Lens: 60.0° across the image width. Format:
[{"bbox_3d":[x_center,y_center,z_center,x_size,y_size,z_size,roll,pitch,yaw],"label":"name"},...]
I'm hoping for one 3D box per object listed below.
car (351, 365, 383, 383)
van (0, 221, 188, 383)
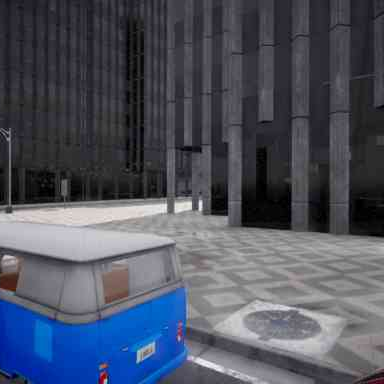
[{"bbox_3d":[2.543,1.440,1.153,4.097,1.590,1.967,0,0,35],"label":"car"},{"bbox_3d":[-1.957,1.341,4.357,3.998,1.788,1.690,0,0,35],"label":"van"}]
